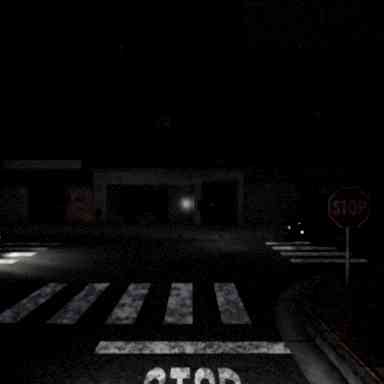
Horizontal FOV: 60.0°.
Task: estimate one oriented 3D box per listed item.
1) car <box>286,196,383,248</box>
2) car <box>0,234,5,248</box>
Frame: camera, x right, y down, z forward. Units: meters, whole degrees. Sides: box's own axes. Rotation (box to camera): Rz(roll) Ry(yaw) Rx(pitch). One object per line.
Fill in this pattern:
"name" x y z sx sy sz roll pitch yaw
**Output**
"car" 6.918 1.175 14.168 5.566 2.045 2.150 0 0 0
"car" -9.397 1.549 11.235 5.357 1.411 2.033 0 0 0
